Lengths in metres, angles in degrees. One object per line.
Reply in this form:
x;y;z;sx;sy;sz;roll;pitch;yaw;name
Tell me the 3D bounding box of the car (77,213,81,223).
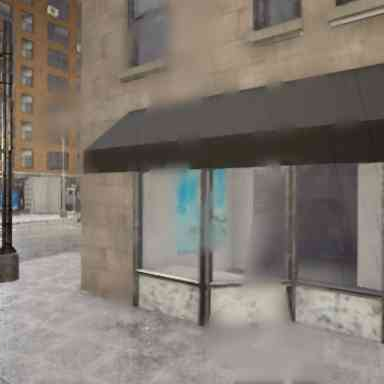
-5.463;1.470;22.184;1.994;1.385;4.181;0;0;36;car
